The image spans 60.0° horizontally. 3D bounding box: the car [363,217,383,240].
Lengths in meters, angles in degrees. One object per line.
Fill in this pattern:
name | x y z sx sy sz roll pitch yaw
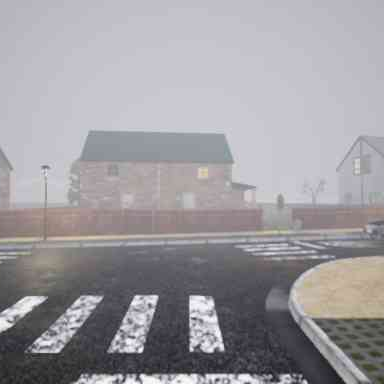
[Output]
car | 10.603 1.519 15.828 4.902 1.511 2.128 -1 -3 -10
